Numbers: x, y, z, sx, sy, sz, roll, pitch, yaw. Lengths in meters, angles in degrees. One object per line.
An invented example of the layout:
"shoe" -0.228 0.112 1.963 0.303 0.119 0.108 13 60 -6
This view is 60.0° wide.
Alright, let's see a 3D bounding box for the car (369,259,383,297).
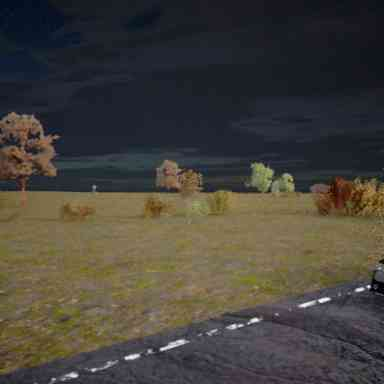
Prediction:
"car" 5.733 1.586 7.151 4.181 1.385 1.994 0 0 -33
